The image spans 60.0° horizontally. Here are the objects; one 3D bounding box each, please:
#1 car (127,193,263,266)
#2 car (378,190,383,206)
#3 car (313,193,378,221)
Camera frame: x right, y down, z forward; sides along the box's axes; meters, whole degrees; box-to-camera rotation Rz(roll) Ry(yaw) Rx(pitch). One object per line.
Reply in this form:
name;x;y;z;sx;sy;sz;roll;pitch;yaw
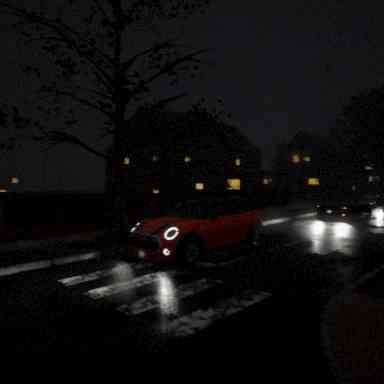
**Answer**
car;0.240;0.970;10.352;4.553;1.767;2.097;-3;3;-45
car;15.960;0.284;25.982;4.902;1.511;2.128;-3;3;-45
car;8.470;0.749;18.545;4.181;1.385;1.994;-3;3;-45
